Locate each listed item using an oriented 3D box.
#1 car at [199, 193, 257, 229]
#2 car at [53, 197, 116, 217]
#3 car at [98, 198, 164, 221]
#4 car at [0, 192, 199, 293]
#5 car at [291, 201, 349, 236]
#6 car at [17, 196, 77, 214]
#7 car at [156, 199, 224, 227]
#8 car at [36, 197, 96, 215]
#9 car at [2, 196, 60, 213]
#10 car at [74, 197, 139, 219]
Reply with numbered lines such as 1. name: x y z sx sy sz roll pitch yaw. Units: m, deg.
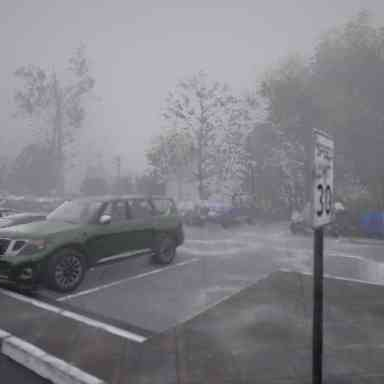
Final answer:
1. car: 2.214 1.079 21.118 2.435 2.045 5.566 0 0 35
2. car: -9.271 1.231 29.117 2.097 1.535 5.008 0 0 35
3. car: -4.632 1.274 25.896 2.231 1.521 4.892 0 0 35
4. car: -2.464 1.101 9.059 2.435 2.045 5.566 0 0 35
5. car: 6.941 1.233 17.793 2.185 1.767 4.553 1 1 35
6. car: -14.007 1.187 32.416 2.097 1.535 5.008 1 0 35
7. car: 0.014 1.314 22.687 2.231 1.521 4.892 0 0 35
8. car: -11.572 1.239 30.756 2.163 1.488 4.792 0 0 35
9. car: -16.332 1.166 34.019 2.097 1.535 5.008 1 0 35
10. car: -6.952 1.252 27.506 2.097 1.535 5.008 1 0 35
